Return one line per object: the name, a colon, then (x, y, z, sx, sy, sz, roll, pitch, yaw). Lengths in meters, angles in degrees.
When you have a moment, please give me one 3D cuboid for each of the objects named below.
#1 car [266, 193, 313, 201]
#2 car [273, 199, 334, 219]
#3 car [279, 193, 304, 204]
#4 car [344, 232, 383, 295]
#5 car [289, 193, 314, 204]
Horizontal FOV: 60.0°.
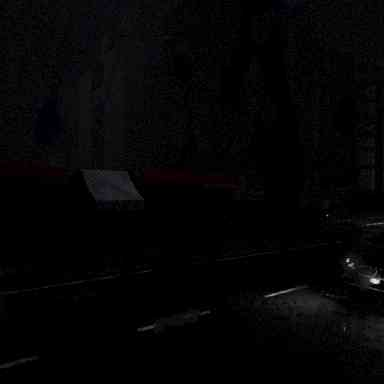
car: (9.450, 1.297, 34.011, 2.097, 1.767, 4.553, 0, 0, -36)
car: (9.410, 1.545, 28.087, 1.895, 1.301, 4.718, 0, 0, -36)
car: (17.219, 1.114, 57.726, 1.905, 1.878, 3.866, 0, 0, -35)
car: (5.580, 1.505, 7.955, 4.892, 1.490, 1.837, 0, 0, -35)
car: (19.614, 1.114, 59.433, 1.905, 1.878, 3.866, 0, 0, -35)
